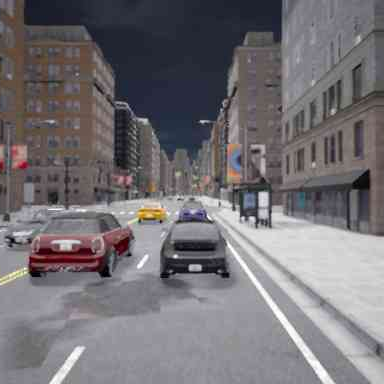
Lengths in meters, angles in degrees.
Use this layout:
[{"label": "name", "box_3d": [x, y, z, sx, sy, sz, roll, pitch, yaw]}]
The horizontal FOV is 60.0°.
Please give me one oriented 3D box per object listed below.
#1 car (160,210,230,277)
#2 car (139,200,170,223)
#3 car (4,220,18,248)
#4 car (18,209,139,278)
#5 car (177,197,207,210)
[{"label": "car", "box_3d": [0.086, 1.564, 10.386, 1.837, 1.490, 4.892, 0, 0, 0]}, {"label": "car", "box_3d": [-3.162, 1.629, 27.175, 1.882, 1.535, 5.008, 0, -1, 0]}, {"label": "car", "box_3d": [-6.598, 1.576, 15.262, 2.128, 1.511, 4.902, 0, 0, 0]}, {"label": "car", "box_3d": [-3.165, 1.409, 10.462, 2.097, 1.767, 4.553, 0, 0, 0]}, {"label": "car", "box_3d": [0.083, 1.496, 25.911, 2.097, 1.767, 4.553, 0, 0, 0]}]
